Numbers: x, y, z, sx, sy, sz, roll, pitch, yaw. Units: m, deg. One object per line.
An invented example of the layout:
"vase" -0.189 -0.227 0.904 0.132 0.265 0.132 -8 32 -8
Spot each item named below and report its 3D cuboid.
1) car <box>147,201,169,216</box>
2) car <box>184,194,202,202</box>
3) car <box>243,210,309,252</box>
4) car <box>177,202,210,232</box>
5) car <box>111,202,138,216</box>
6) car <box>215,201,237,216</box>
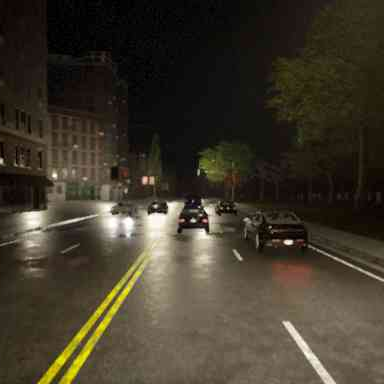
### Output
"car" -3.332 1.571 33.563 2.033 1.411 5.357 0 0 0
"car" 0.119 1.247 44.062 2.150 2.045 5.566 0 0 0
"car" 3.357 1.516 13.974 1.837 1.490 4.892 0 0 0
"car" 0.090 1.564 20.092 2.033 1.411 5.357 0 0 0
"car" -6.582 1.624 32.711 1.895 1.301 4.718 0 0 0
"car" 3.365 1.570 33.480 2.033 1.411 5.357 0 0 0
